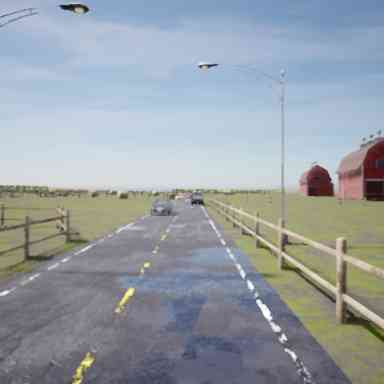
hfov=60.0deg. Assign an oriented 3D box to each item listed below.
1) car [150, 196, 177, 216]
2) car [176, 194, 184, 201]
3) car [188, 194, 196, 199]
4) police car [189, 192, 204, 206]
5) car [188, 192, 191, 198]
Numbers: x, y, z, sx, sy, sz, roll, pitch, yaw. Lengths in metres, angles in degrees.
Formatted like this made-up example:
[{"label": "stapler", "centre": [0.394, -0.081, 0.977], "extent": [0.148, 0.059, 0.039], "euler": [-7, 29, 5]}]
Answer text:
[{"label": "car", "centre": [-2.841, 1.394, 31.737], "extent": [2.128, 1.511, 4.902], "euler": [0, 0, 0]}, {"label": "car", "centre": [-2.741, 1.198, 73.630], "extent": [1.882, 1.535, 5.008], "euler": [0, 0, 0]}, {"label": "car", "centre": [0.012, 1.113, 85.108], "extent": [2.033, 1.411, 5.357], "euler": [0, 0, 0]}, {"label": "police car", "centre": [0.831, 1.265, 51.022], "extent": [1.930, 1.638, 5.238], "euler": [0, 0, 0]}, {"label": "car", "centre": [0.831, 1.031, 60.940], "extent": [2.150, 2.045, 5.566], "euler": [0, 0, 0]}]
